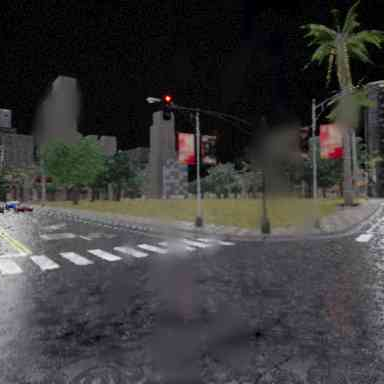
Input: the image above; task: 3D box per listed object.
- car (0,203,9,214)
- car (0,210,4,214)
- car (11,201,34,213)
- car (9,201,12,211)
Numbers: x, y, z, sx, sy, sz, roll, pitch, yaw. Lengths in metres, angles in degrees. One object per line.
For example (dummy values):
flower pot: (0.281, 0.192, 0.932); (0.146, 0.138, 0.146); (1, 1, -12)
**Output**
car: (-25.556, 2.098, 43.393); (1.812, 1.442, 4.674); (-1, 0, -35)
car: (-10.342, 1.697, 15.637); (1.882, 1.535, 5.008); (-1, 0, -35)
car: (-22.901, 2.150, 45.270); (1.895, 1.301, 4.718); (-1, 0, -35)
car: (-28.565, 2.147, 53.431); (1.882, 1.535, 5.008); (-1, 0, -35)
